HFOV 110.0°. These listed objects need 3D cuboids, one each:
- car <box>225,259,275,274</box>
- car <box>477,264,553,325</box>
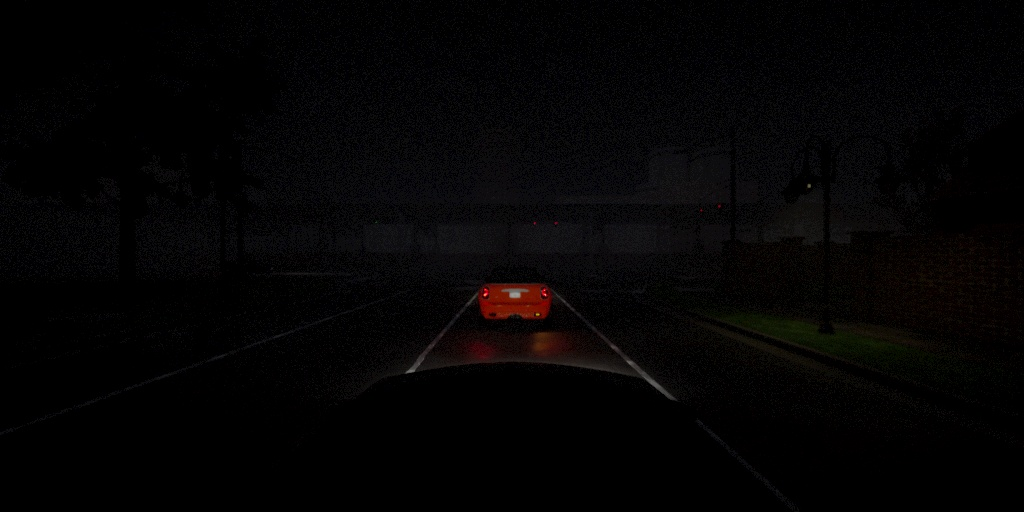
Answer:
[{"bbox_3d":[-26.927,1.034,36.657,4.902,1.511,2.128,0,0,2],"label":"car"},{"bbox_3d":[0.088,1.042,11.638,2.097,1.767,4.553,0,0,0],"label":"car"}]
